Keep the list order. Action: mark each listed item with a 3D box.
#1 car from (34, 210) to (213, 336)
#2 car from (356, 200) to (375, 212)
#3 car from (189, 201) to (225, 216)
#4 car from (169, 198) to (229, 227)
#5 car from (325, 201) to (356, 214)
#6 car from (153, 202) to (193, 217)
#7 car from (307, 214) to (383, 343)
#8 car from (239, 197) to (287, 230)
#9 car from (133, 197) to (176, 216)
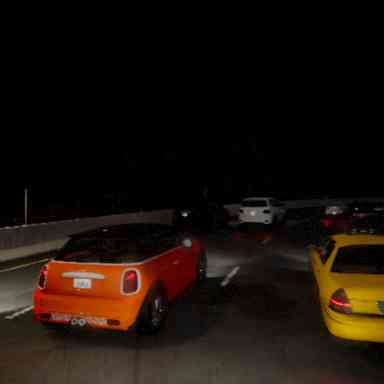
[{"bbox_3d":[-1.125,1.450,7.219,2.097,1.767,4.553,-1,-1,16],"label":"car"},{"bbox_3d":[20.005,1.615,39.183,1.895,1.301,4.718,-2,-1,41],"label":"car"},{"bbox_3d":[1.870,1.870,38.596,1.837,1.490,4.892,-2,-1,34],"label":"car"},{"bbox_3d":[0.698,1.438,22.082,2.150,2.045,5.566,-1,-1,24],"label":"car"},{"bbox_3d":[13.547,1.578,30.625,1.812,1.442,4.674,-2,-1,34],"label":"car"},{"bbox_3d":[-2.179,1.938,38.792,2.128,1.511,4.902,-2,-1,33],"label":"car"},{"bbox_3d":[3.344,1.459,6.606,1.801,1.575,5.366,-1,-1,17],"label":"car"},{"bbox_3d":[4.907,1.362,22.670,2.150,2.045,5.566,-1,-1,27],"label":"car"},{"bbox_3d":[-4.593,1.744,41.572,2.150,2.045,5.566,-2,-1,34],"label":"car"}]
